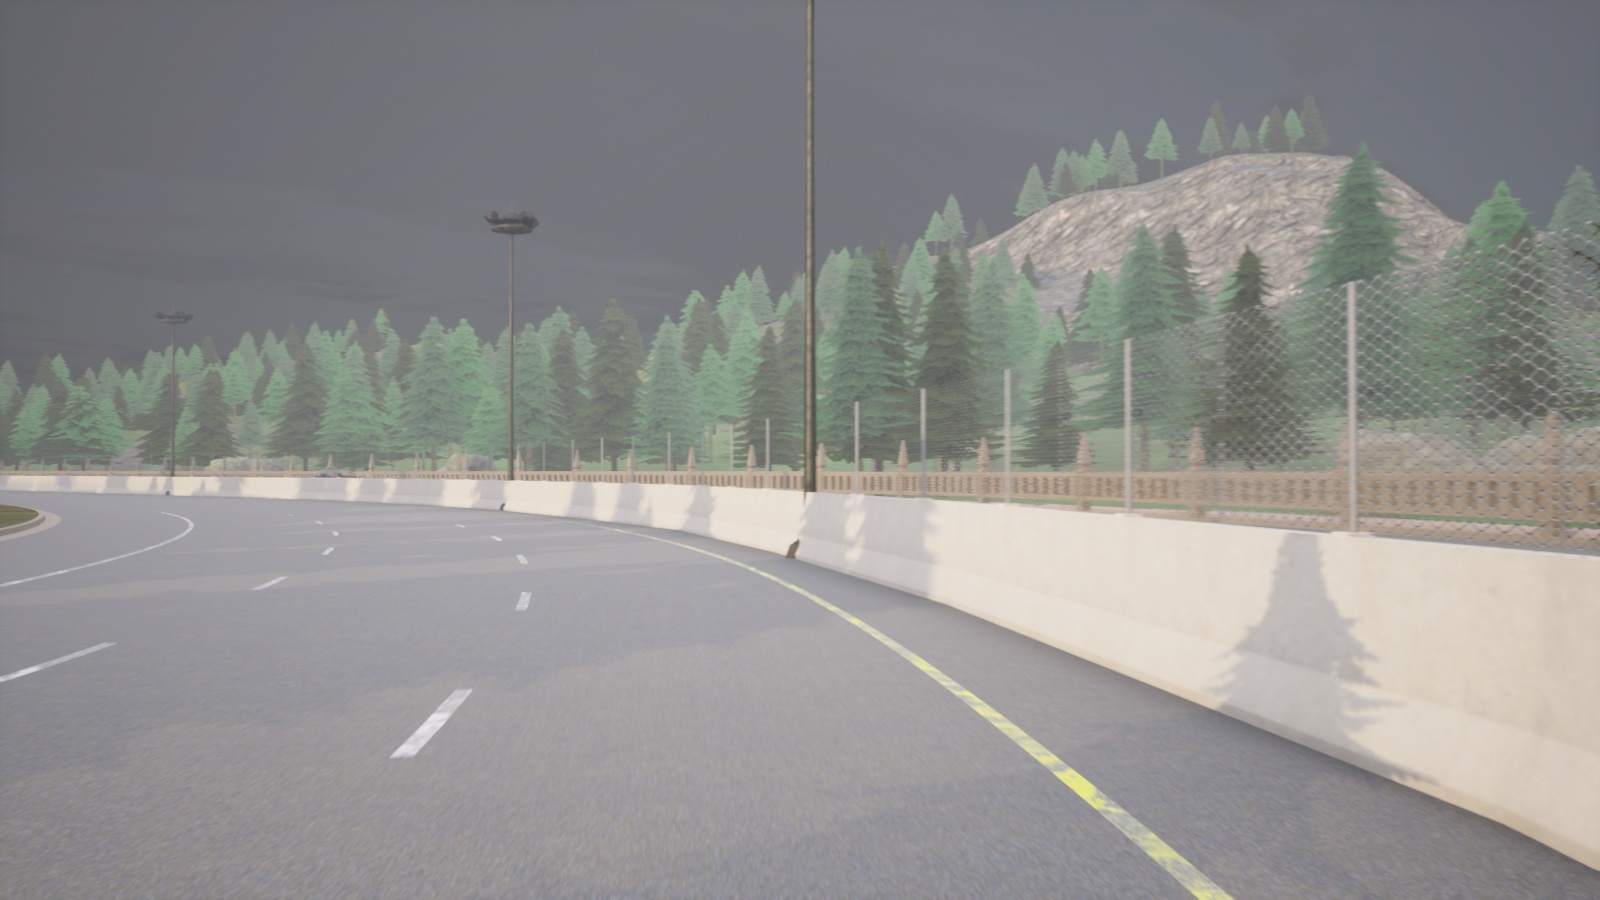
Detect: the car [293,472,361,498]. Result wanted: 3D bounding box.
[{"bbox_3d":[-31.165,2.306,82.738,4.611,1.667,2.242,-1,-1,40],"label":"car"}]
